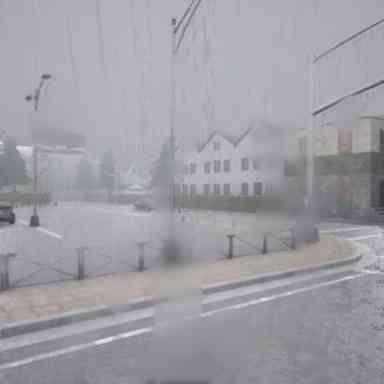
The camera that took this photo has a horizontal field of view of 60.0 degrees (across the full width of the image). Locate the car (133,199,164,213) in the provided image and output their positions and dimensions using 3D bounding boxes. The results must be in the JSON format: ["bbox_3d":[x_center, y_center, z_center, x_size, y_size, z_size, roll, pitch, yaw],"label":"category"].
[{"bbox_3d":[-4.927,1.516,37.125,1.837,1.490,4.892,1,0,-35],"label":"car"}]

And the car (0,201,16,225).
[{"bbox_3d":[-12.554,1.337,21.370,2.007,1.523,4.514,1,0,-36],"label":"car"}]
